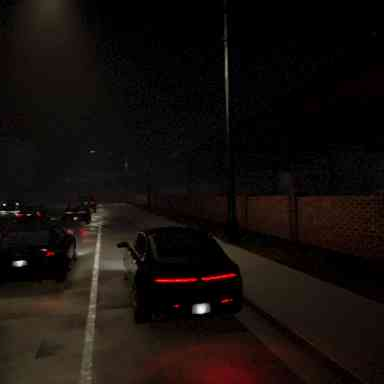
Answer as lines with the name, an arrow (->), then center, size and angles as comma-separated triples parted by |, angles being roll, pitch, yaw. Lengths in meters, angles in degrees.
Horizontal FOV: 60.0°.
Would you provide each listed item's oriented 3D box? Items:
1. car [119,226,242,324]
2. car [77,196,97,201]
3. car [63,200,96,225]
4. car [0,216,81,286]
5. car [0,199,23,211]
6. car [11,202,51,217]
car -> -0.490, 1.522, 7.357 | 1.837, 1.490, 4.892 | -1, 0, -15
car -> -13.395, 1.481, 42.397 | 2.150, 2.045, 5.566 | -1, 0, -15
car -> -8.756, 1.655, 25.501 | 2.128, 1.511, 4.902 | -1, 0, -15
car -> -4.521, 1.640, 9.677 | 1.994, 1.385, 4.181 | -1, 0, -15
car -> -25.928, 1.789, 48.567 | 2.097, 1.767, 4.553 | -1, 0, -15
car -> -12.856, 1.769, 27.290 | 2.033, 1.411, 5.357 | -1, 0, -15
